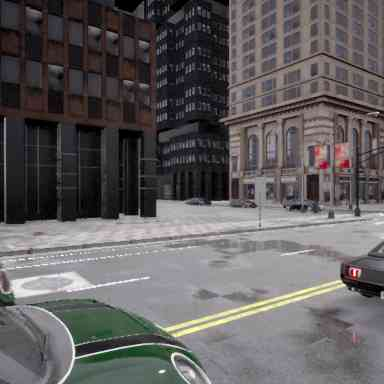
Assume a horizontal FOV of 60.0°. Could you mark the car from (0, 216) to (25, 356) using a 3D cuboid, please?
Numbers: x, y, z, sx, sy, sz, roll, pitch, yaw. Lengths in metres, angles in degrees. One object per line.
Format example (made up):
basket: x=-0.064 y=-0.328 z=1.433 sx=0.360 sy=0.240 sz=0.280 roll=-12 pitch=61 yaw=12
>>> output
car: x=-4.827 y=1.352 z=4.232 sx=4.553 sy=1.767 sz=2.097 roll=0 pitch=0 yaw=-36

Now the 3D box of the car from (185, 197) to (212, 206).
car: x=1.006 y=1.597 z=54.820 sx=2.033 sy=1.411 sz=5.357 roll=0 pitch=0 yaw=-36

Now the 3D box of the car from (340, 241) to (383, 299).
car: x=5.363 y=1.601 z=7.265 sx=4.718 sy=1.301 sz=1.895 roll=0 pitch=0 yaw=-35

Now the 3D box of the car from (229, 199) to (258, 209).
car: x=7.069 y=1.600 z=46.225 sx=1.994 sy=1.385 sz=4.181 roll=0 pitch=0 yaw=-36

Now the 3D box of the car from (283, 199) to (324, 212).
car: x=12.734 y=1.517 z=38.223 sx=2.128 sy=1.511 sz=4.902 roll=0 pitch=0 yaw=-35

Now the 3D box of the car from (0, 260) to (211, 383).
car: x=-1.982 y=1.352 z=2.025 sx=4.553 sy=1.767 sz=2.097 roll=0 pitch=0 yaw=-35
